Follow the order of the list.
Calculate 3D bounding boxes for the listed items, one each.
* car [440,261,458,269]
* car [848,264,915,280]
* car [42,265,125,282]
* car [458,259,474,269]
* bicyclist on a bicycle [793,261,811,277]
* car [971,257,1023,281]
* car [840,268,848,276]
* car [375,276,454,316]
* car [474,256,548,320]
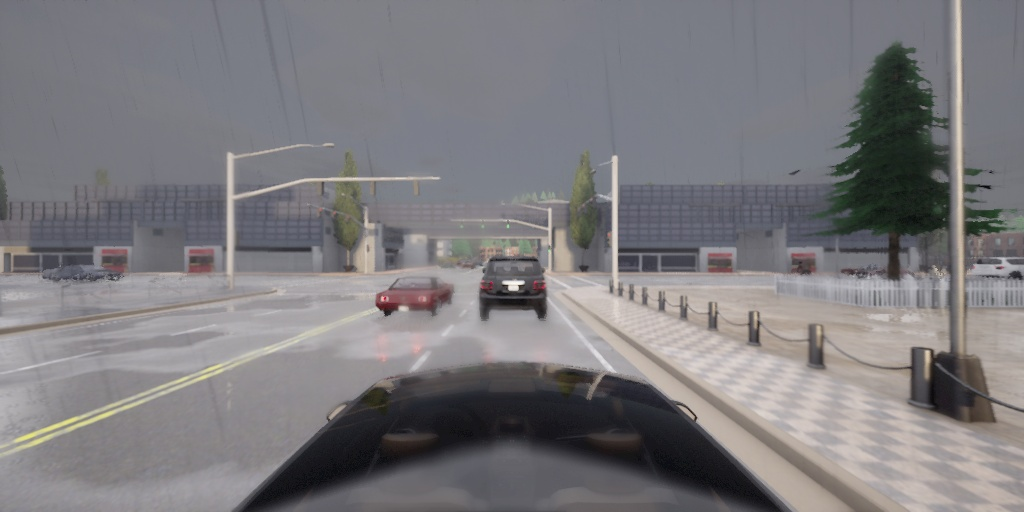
[{"bbox_3d":[-11.128,1.610,62.488,1.994,1.385,4.181,0,0,1],"label":"car"},{"bbox_3d":[34.548,1.471,33.356,4.181,1.385,1.994,0,0,0],"label":"car"},{"bbox_3d":[-35.748,1.433,29.955,5.357,1.411,2.033,0,0,2],"label":"car"},{"bbox_3d":[-7.628,1.399,62.516,2.097,1.767,4.553,0,0,1],"label":"car"},{"bbox_3d":[18.157,1.153,22.430,0.582,1.620,1.656,0,-1,0],"label":"bicyclist on a bicycle"},{"bbox_3d":[41.820,1.113,29.707,5.566,2.045,2.150,0,0,1],"label":"car"},{"bbox_3d":[36.715,1.525,36.845,4.718,1.301,1.895,0,0,0],"label":"car"},{"bbox_3d":[-3.428,1.409,13.661,1.895,1.301,4.718,0,0,0],"label":"car"},{"bbox_3d":[0.063,1.027,13.070,2.150,2.045,5.566,0,0,0],"label":"car"}]
